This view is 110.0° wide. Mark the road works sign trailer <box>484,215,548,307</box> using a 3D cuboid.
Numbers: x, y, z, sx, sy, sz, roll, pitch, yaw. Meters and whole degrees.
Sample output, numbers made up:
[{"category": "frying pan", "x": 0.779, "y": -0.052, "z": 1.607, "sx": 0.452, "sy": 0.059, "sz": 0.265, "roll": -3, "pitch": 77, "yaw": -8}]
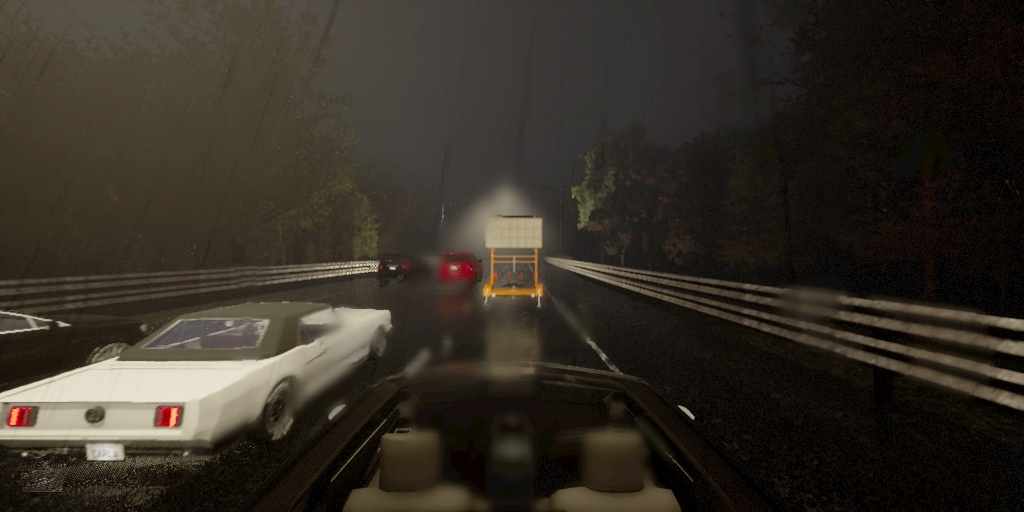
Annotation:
[{"category": "road works sign trailer", "x": 0.096, "y": 0.117, "z": 14.971, "sx": 2.380, "sy": 3.560, "sz": 2.880, "roll": 0, "pitch": 0, "yaw": 1}]

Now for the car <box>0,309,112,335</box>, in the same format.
[{"category": "car", "x": -6.873, "y": 1.227, "z": 3.903, "sx": 2.128, "sy": 1.511, "sz": 4.902, "roll": 0, "pitch": 0, "yaw": 0}]

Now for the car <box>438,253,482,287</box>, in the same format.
[{"category": "car", "x": -3.196, "y": 0.815, "z": 23.012, "sx": 2.150, "sy": 2.045, "sz": 5.566, "roll": 0, "pitch": 0, "yaw": 1}]

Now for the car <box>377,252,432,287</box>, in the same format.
[{"category": "car", "x": -6.685, "y": 0.814, "z": 22.866, "sx": 2.150, "sy": 2.045, "sz": 5.566, "roll": 0, "pitch": 0, "yaw": 1}]

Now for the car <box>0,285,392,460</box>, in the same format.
[{"category": "car", "x": -3.372, "y": 1.326, "z": 5.204, "sx": 1.895, "sy": 1.301, "sz": 4.718, "roll": 0, "pitch": 0, "yaw": 0}]
